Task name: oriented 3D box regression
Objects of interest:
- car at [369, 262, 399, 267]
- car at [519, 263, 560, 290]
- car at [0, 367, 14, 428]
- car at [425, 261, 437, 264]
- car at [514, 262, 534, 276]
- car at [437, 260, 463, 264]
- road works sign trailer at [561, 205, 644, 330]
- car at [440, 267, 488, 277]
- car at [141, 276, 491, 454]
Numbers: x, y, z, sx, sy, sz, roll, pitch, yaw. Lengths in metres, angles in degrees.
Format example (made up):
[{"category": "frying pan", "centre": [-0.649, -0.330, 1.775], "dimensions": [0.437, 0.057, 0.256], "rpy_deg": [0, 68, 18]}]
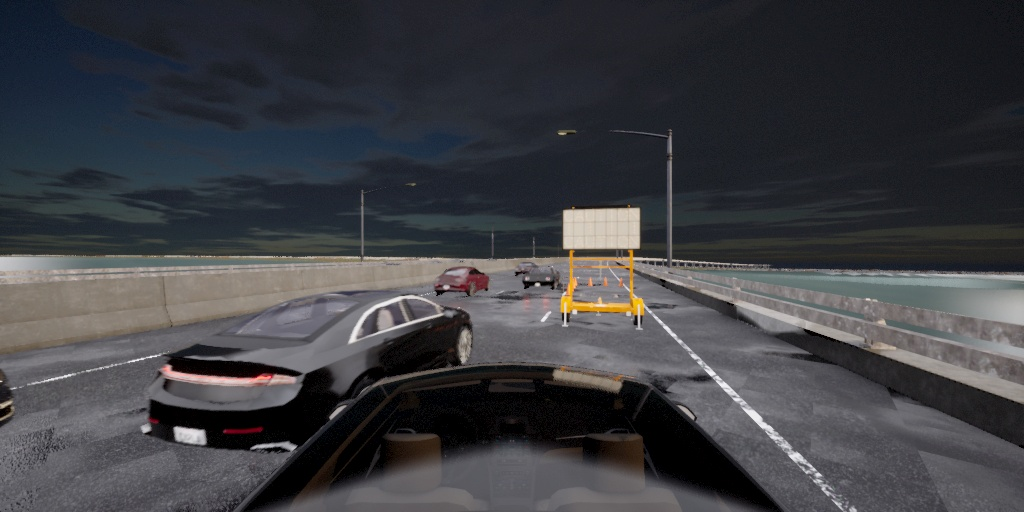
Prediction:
[{"category": "car", "centre": [-15.013, 1.360, 43.006], "dimensions": [1.895, 1.301, 4.718], "rpy_deg": [0, 0, 14]}, {"category": "car", "centre": [2.011, 1.356, 22.931], "dimensions": [1.895, 1.301, 4.718], "rpy_deg": [0, 0, 13]}, {"category": "car", "centre": [-6.460, 1.254, 1.714], "dimensions": [1.837, 1.490, 4.892], "rpy_deg": [0, 0, 13]}, {"category": "car", "centre": [-10.398, 1.324, 47.196], "dimensions": [1.994, 1.385, 4.181], "rpy_deg": [0, 0, 14]}, {"category": "car", "centre": [1.608, 1.305, 36.413], "dimensions": [2.033, 1.411, 5.357], "rpy_deg": [0, 0, 13]}, {"category": "car", "centre": [-7.275, 1.264, 45.226], "dimensions": [1.837, 1.490, 4.892], "rpy_deg": [0, 0, 14]}, {"category": "road works sign trailer", "centre": [2.797, 0.217, 11.321], "dimensions": [2.380, 3.560, 2.880], "rpy_deg": [0, 0, 13]}, {"category": "car", "centre": [-2.522, 1.280, 18.911], "dimensions": [1.812, 1.442, 4.674], "rpy_deg": [0, 0, 13]}, {"category": "car", "centre": [-2.067, 1.242, 5.264], "dimensions": [2.128, 1.511, 4.902], "rpy_deg": [0, 0, 13]}]
